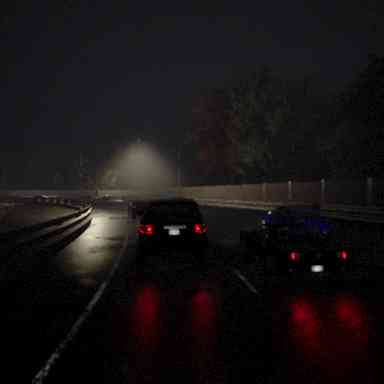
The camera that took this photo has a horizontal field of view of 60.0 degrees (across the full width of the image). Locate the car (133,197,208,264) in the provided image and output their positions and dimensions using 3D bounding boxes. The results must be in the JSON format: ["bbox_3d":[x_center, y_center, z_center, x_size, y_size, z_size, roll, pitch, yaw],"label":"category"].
[{"bbox_3d":[-0.836,1.237,12.092,2.150,2.045,5.566,0,0,-7],"label":"car"}]

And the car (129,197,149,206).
[{"bbox_3d":[-9.229,1.576,57.471,1.882,1.535,5.008,0,0,-28],"label":"car"}]

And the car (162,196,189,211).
[{"bbox_3d":[-2.183,1.407,43.310,2.097,1.767,4.553,0,0,-23],"label":"car"}]

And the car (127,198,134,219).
[{"bbox_3d":[-4.634,1.554,29.778,1.837,1.490,4.892,0,0,-17],"label":"car"}]

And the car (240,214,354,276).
[{"bbox_3d":[2.875,1.601,10.410,1.895,1.301,4.718,0,0,-6],"label":"car"}]

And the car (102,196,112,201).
[{"bbox_3d":[-22.603,1.720,88.511,2.033,1.411,5.357,0,0,-4],"label":"car"}]

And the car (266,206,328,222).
[{"bbox_3d":[5.332,1.477,17.964,1.882,1.535,5.008,0,0,-9],"label":"car"}]

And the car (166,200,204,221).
[{"bbox_3d":[-0.714,1.525,28.903,2.128,1.511,4.902,0,0,-16],"label":"car"}]
